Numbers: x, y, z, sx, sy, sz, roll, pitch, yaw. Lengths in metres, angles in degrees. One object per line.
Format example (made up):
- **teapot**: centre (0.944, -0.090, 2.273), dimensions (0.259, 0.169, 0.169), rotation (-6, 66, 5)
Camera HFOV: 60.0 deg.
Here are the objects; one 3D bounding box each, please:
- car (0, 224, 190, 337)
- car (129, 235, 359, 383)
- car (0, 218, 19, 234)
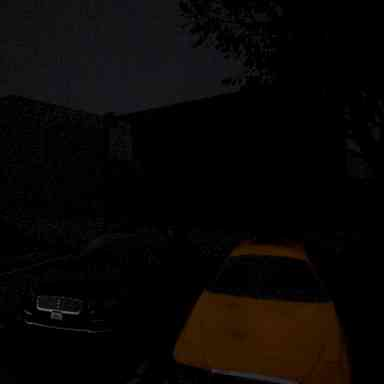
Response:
- **car**: centre (-1.228, 1.487, 6.974), dimensions (2.231, 1.521, 4.892), rotation (1, -1, 16)
- **car**: centre (1.160, 1.480, 5.045), dimensions (1.946, 1.575, 5.366), rotation (1, -1, 16)
- **car**: centre (-8.550, 1.528, 12.209), dimensions (2.002, 1.452, 4.674), rotation (1, -1, 16)
